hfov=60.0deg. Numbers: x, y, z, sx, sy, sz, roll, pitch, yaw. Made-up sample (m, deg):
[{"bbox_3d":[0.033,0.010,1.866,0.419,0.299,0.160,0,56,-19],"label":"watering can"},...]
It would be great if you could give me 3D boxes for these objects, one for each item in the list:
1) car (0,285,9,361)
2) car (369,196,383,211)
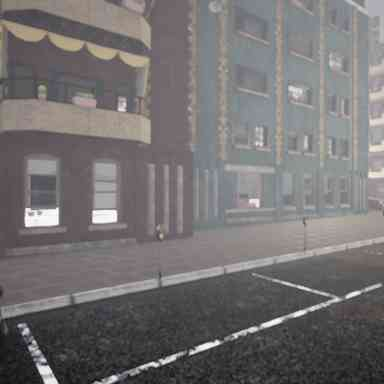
[{"bbox_3d":[-4.163,1.582,3.119,4.313,1.339,1.947,-1,1,-35],"label":"car"},{"bbox_3d":[16.163,0.923,32.664,2.192,1.841,5.009,0,0,-36],"label":"car"}]
